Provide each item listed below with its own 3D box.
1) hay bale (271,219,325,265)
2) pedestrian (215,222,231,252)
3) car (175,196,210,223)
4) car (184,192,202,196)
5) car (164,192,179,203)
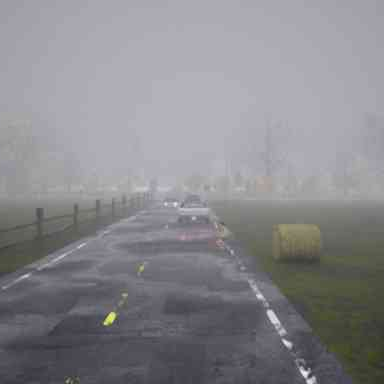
[{"bbox_3d":[3.131,1.462,10.018,1.220,1.180,1.240,0,2,0],"label":"hay bale"},{"bbox_3d":[1.058,1.460,11.120,0.500,1.100,0.500,0,2,-1],"label":"pedestrian"},{"bbox_3d":[0.104,1.184,21.450,1.895,1.301,4.718,0,1,0],"label":"car"},{"bbox_3d":[0.106,0.744,38.557,1.837,1.490,4.892,0,1,0],"label":"car"},{"bbox_3d":[-2.747,0.656,45.105,2.033,1.411,5.357,0,1,0],"label":"car"}]
